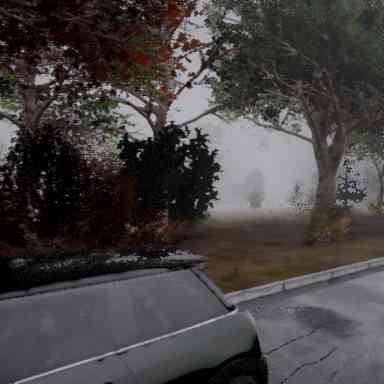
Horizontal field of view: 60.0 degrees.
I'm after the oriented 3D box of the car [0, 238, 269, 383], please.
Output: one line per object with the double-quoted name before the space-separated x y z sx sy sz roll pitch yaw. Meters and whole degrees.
"car" -1.545 1.355 2.569 4.553 1.767 2.097 0 0 -36
